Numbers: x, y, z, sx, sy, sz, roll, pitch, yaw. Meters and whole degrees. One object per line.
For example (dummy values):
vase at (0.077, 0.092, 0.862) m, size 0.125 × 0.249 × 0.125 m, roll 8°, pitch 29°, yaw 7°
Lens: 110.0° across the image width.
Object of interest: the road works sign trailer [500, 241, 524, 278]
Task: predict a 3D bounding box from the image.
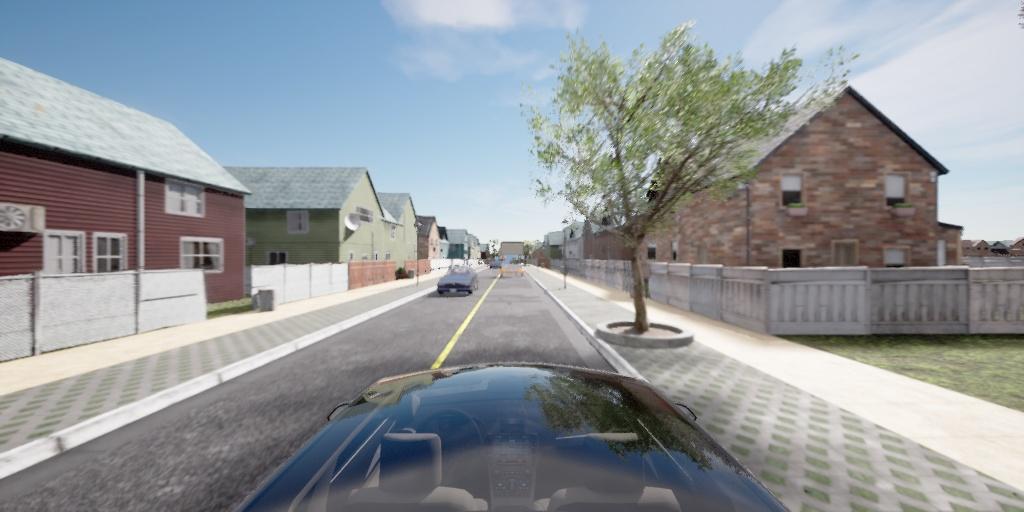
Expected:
road works sign trailer at (-0.003, 0.290, 35.470) m, size 2.380 × 3.560 × 2.880 m, roll 0°, pitch 0°, yaw 0°

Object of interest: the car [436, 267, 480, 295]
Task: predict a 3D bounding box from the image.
car at (-2.853, 1.322, 20.082) m, size 2.033 × 1.411 × 5.357 m, roll 0°, pitch 0°, yaw 0°

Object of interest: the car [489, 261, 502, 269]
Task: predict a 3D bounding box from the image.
car at (-2.802, 1.538, 61.068) m, size 1.994 × 1.385 × 4.181 m, roll 0°, pitch 0°, yaw 1°
